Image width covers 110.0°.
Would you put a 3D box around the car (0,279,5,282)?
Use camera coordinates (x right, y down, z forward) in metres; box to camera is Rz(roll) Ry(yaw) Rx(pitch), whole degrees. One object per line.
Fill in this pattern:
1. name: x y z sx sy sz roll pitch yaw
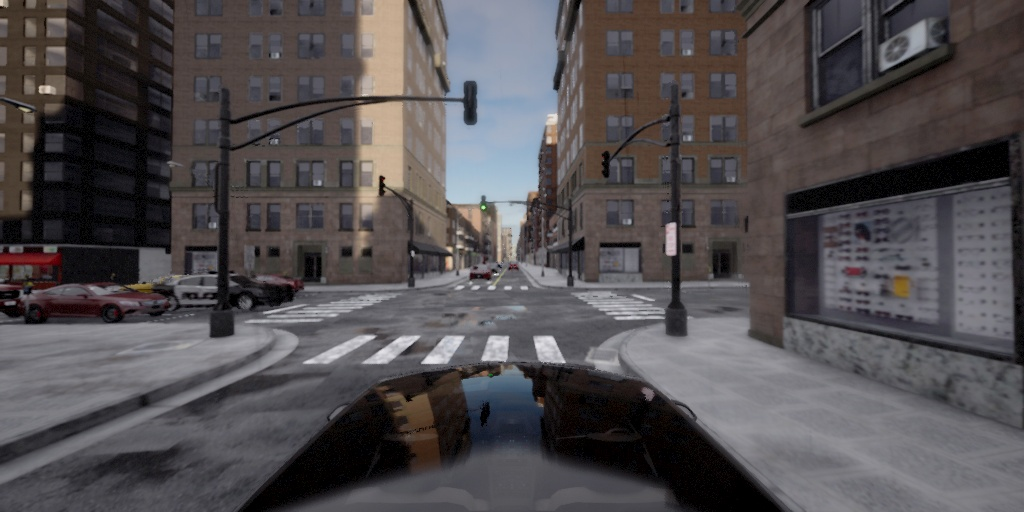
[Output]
1. car: -20.098 1.375 12.593 5.009 1.841 2.192 0 0 0

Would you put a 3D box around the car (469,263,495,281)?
1. car: -2.968 1.545 34.590 1.882 1.535 5.008 0 0 0

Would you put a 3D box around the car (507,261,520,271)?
1. car: 0.236 1.813 62.348 1.837 1.490 4.892 0 -1 0

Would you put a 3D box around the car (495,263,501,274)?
1. car: -2.894 1.705 50.031 1.837 1.490 4.892 0 -1 0

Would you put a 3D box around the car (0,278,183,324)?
1. car: -14.534 1.575 12.553 4.207 1.307 1.802 0 0 0

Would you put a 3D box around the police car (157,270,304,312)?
1. police car: -12.129 1.432 15.216 5.238 1.638 1.930 -1 -1 0
